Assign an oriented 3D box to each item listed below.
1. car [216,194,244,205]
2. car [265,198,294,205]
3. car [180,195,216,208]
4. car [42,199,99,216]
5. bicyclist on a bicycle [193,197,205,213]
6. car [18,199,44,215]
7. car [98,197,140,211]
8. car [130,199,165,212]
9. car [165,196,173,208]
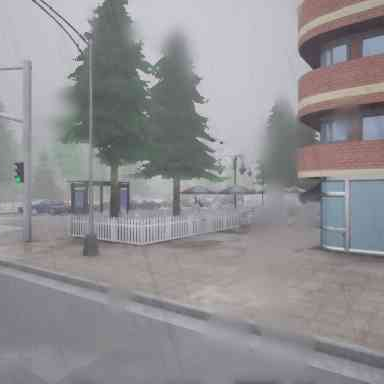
[{"bbox_3d":[6.043,1.166,54.938,5.566,2.045,2.150,0,0,-31],"label":"car"},{"bbox_3d":[13.351,1.545,50.751,4.718,1.301,1.895,0,0,-26],"label":"car"},{"bbox_3d":[0.816,1.508,46.492,4.181,1.385,1.994,0,0,-43],"label":"car"},{"bbox_3d":[-11.265,1.545,31.573,1.895,1.301,4.718,0,0,36],"label":"car"},{"bbox_3d":[0.424,1.245,27.312,1.656,1.620,0.582,0,0,36],"label":"bicyclist on a bicycle"},{"bbox_3d":[-14.562,1.422,32.967,1.882,1.535,5.008,0,0,36],"label":"car"},{"bbox_3d":[-8.844,1.422,40.638,1.882,1.535,5.008,0,0,38],"label":"car"},{"bbox_3d":[-5.796,1.545,38.933,1.895,1.301,4.718,0,0,37],"label":"car"},{"bbox_3d":[-2.251,1.296,48.340,4.553,1.767,2.097,0,0,-43],"label":"car"}]
